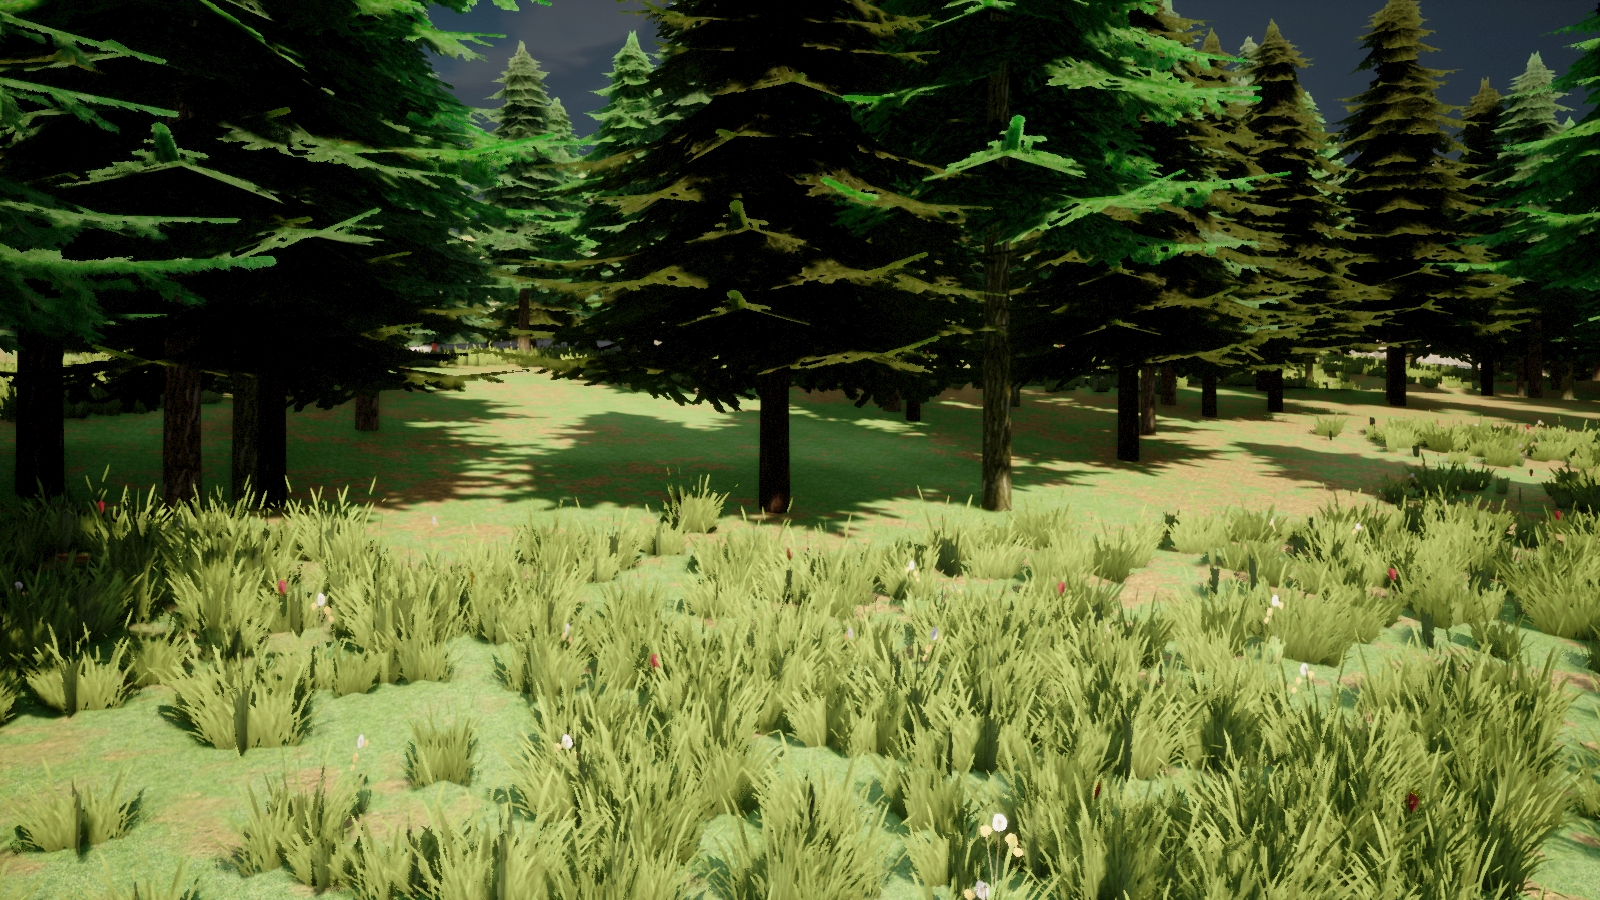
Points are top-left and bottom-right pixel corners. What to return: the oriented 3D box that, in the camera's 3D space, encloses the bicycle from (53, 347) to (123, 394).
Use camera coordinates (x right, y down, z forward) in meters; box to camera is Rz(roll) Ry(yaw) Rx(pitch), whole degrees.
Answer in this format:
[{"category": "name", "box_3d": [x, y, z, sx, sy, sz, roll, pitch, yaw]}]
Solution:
[{"category": "bicycle", "box_3d": [-23.446, -2.627, 37.666, 1.835, 1.471, 0.329, -5, 2, -25]}]
